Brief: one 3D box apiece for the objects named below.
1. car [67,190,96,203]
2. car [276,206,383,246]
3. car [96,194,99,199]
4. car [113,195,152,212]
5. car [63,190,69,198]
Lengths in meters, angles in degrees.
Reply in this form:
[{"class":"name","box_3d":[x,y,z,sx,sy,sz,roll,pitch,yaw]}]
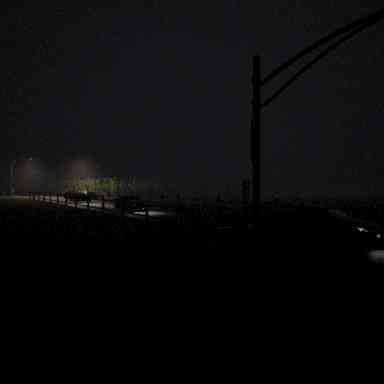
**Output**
[{"class":"car","box_3d":[-14.918,0.789,44.646,1.895,1.301,4.718,0,1,-35]},{"class":"car","box_3d":[5.866,1.375,14.723,1.812,1.442,4.674,0,1,-35]},{"class":"car","box_3d":[-16.662,0.602,53.592,2.033,1.411,5.357,0,1,-35]},{"class":"car","box_3d":[-5.728,1.025,31.393,2.033,1.411,5.357,0,1,-35]},{"class":"car","box_3d":[-22.528,0.355,62.022,1.882,1.535,5.008,0,1,-35]}]
